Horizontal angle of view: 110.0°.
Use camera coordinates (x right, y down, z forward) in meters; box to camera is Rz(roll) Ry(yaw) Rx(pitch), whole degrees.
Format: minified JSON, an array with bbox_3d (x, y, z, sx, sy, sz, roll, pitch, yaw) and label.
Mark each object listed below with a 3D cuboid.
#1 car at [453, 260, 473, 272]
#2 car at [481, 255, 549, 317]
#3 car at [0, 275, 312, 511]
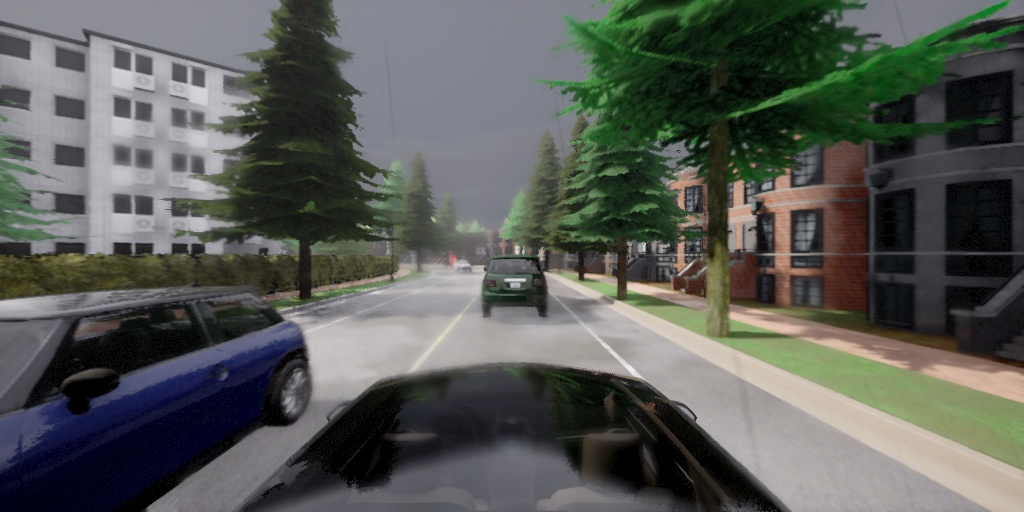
[{"bbox_3d":[-6.205,1.267,45.158,1.812,1.442,4.674,0,0,-19],"label":"car"},{"bbox_3d":[0.101,0.969,13.341,2.150,2.045,5.566,0,0,0],"label":"car"},{"bbox_3d":[-3.601,1.102,2.669,2.097,1.767,4.553,0,0,0],"label":"car"}]
